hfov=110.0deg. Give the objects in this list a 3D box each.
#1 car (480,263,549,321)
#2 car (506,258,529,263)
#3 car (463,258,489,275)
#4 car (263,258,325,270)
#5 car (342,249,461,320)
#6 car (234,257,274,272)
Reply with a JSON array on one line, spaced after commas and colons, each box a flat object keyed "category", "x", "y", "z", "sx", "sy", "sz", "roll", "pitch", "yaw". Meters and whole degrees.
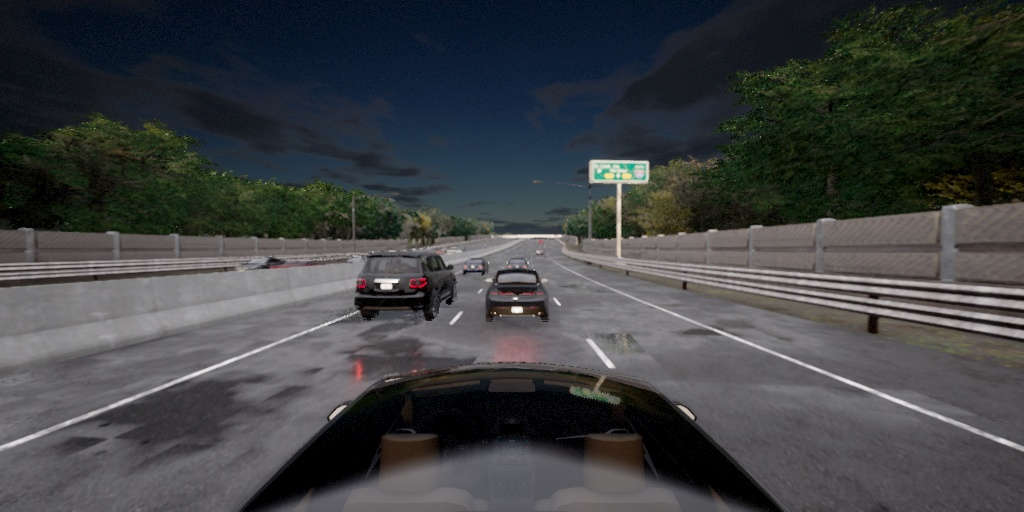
[{"category": "car", "x": 0.159, "y": 1.151, "z": 11.894, "sx": 1.837, "sy": 1.490, "sz": 4.892, "roll": 0, "pitch": 1, "yaw": 0}, {"category": "car", "x": 0.477, "y": 0.847, "z": 30.867, "sx": 2.033, "sy": 1.411, "sz": 5.357, "roll": 0, "pitch": 1, "yaw": 1}, {"category": "car", "x": -3.026, "y": 0.848, "z": 30.753, "sx": 2.033, "sy": 1.411, "sz": 5.357, "roll": 0, "pitch": 1, "yaw": 1}, {"category": "car", "x": -17.268, "y": 0.939, "z": 28.943, "sx": 1.895, "sy": 1.301, "sz": 4.718, "roll": 0, "pitch": 1, "yaw": 1}, {"category": "car", "x": -3.341, "y": 0.863, "z": 12.295, "sx": 2.150, "sy": 2.045, "sz": 5.566, "roll": 0, "pitch": 1, "yaw": 1}, {"category": "car", "x": -20.741, "y": 0.840, "z": 29.962, "sx": 1.812, "sy": 1.442, "sz": 4.674, "roll": 0, "pitch": 1, "yaw": 1}]
